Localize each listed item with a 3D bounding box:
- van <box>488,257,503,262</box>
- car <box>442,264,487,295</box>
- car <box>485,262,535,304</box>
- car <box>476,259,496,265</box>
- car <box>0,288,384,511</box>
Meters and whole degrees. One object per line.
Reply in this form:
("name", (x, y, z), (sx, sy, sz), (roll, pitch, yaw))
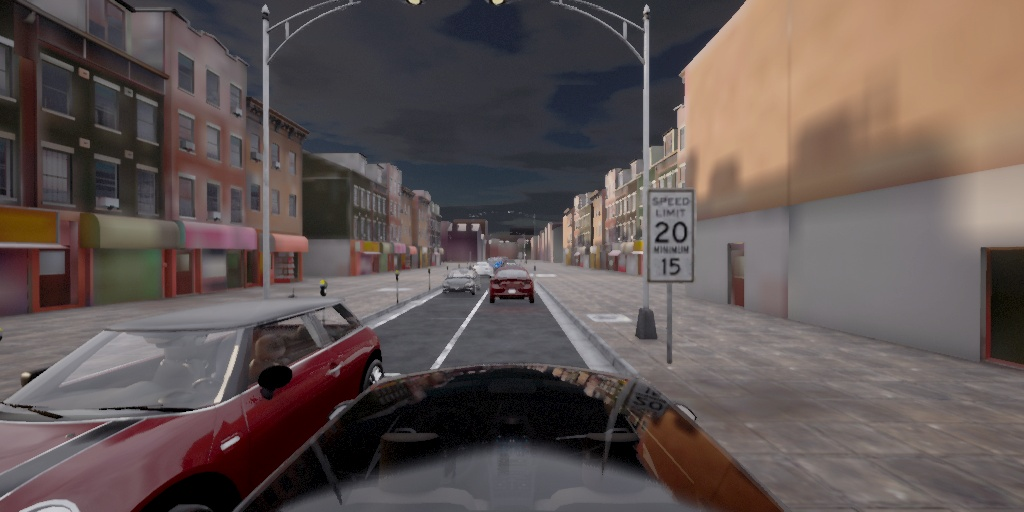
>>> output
("van", (-2.638, 1.098, 51.936), (1.690, 1.789, 3.998), (0, 0, 0))
("car", (-2.638, 1.298, 19.333), (2.007, 1.370, 4.403), (0, 0, 0))
("car", (0.000, 1.233, 16.501), (1.882, 1.535, 5.008), (0, 0, 0))
("car", (-2.750, 1.276, 33.791), (1.812, 1.442, 4.674), (0, 0, 0))
("car", (-2.638, 1.188, 3.032), (1.967, 1.591, 4.097), (0, 0, 0))
